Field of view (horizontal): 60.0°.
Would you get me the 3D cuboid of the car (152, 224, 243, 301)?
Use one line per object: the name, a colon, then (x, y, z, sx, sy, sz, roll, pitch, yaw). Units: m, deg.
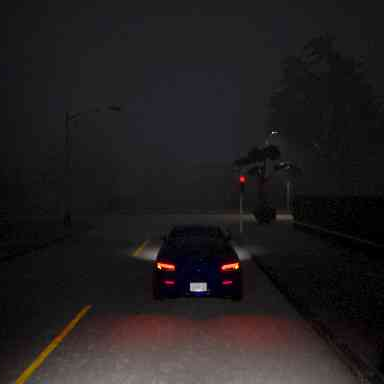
car: (0.120, 1.526, 8.214, 1.812, 1.442, 4.674, 0, 0, 0)
